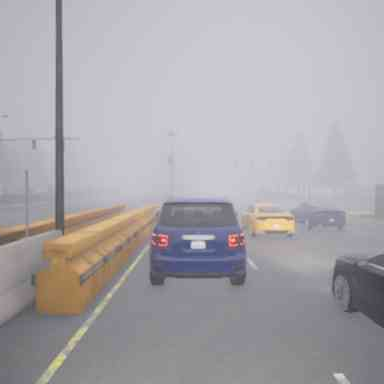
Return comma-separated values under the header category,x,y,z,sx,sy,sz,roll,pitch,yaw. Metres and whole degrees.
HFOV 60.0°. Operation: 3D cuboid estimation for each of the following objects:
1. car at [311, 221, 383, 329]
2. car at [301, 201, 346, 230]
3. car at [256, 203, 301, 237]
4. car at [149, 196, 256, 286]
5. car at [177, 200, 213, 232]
category,x,y,z,sx,sy,sz,roll,pitch,yaw
car,3.611,1.442,4.551,2.128,1.511,4.902,0,1,0
car,7.172,1.268,19.499,1.882,1.535,5.008,0,1,0
car,3.662,1.297,16.796,1.882,1.535,5.008,0,1,0
car,0.135,1.120,9.252,2.150,2.045,5.566,0,0,0
car,0.172,1.295,19.415,1.837,1.490,4.892,0,1,0
